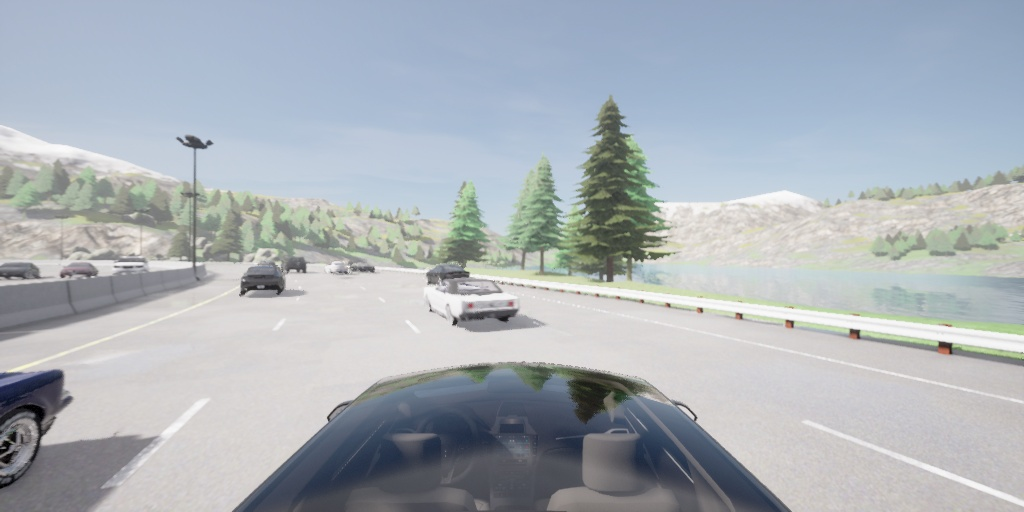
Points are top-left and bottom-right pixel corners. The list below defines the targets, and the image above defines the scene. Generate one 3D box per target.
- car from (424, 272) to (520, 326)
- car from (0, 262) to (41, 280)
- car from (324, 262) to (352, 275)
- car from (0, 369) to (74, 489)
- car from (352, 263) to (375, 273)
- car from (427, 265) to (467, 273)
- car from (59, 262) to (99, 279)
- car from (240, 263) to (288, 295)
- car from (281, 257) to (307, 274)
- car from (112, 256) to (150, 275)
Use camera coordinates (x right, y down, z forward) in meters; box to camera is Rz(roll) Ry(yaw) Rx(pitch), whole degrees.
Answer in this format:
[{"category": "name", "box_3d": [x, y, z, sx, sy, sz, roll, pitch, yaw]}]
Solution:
[{"category": "car", "box_3d": [-1.589, 1.403, 12.004, 1.895, 1.301, 4.718, 0, 0, -26]}, {"category": "car", "box_3d": [-43.569, 1.303, 31.556, 1.837, 1.490, 4.892, 1, -1, -40]}, {"category": "car", "box_3d": [-21.081, 1.446, 42.928, 1.812, 1.442, 4.674, 1, -1, -39]}, {"category": "car", "box_3d": [-4.576, 1.336, 1.382, 1.895, 1.301, 4.718, 0, 0, -23]}, {"category": "car", "box_3d": [-19.445, 1.544, 46.476, 1.895, 1.301, 4.718, 0, -1, -39]}, {"category": "car", "box_3d": [-4.545, 1.343, 24.904, 1.882, 1.535, 5.008, 1, 0, -30]}, {"category": "car", "box_3d": [-41.343, 1.343, 34.358, 1.812, 1.442, 4.674, 0, -1, -41]}, {"category": "car", "box_3d": [-13.950, 1.318, 20.222, 1.837, 1.490, 4.892, 1, -1, -30]}, {"category": "car", "box_3d": [-27.834, 1.138, 45.633, 2.150, 2.045, 5.566, 0, 0, -42]}, {"category": "car", "box_3d": [-38.319, 1.062, 36.196, 2.150, 2.045, 5.566, 0, -1, -40]}]
